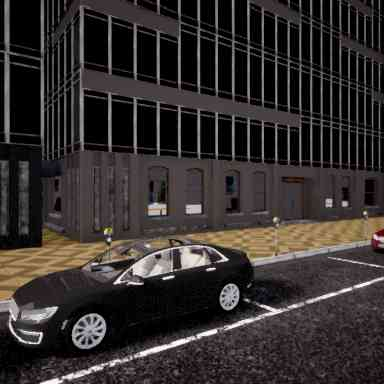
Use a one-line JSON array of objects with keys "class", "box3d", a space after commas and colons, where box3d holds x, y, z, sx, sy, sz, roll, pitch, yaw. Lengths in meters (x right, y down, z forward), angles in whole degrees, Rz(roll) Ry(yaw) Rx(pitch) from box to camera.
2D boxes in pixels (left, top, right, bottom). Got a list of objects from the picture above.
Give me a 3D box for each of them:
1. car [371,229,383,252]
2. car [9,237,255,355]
[{"class": "car", "box3d": [8.472, 1.581, 12.601, 4.206, 1.307, 1.802, 0, 0, -35]}, {"class": "car", "box3d": [-0.797, 1.551, 5.991, 4.403, 1.369, 2.008, 0, 0, -35]}]
